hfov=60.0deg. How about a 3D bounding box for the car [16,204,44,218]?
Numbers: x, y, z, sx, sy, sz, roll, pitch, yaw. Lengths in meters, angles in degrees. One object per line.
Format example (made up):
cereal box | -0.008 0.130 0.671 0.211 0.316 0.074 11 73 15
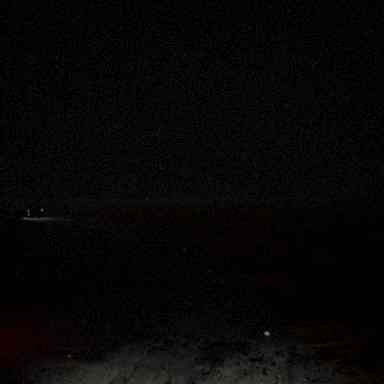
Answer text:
car | -19.843 2.235 40.710 2.097 1.767 4.553 2 -3 -44

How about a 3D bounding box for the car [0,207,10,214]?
car | -32.153 3.035 54.648 4.718 1.301 1.895 -2 -3 30

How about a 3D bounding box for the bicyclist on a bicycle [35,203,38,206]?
bicyclist on a bicycle | -23.353 2.572 49.480 1.843 1.776 0.659 -2 -3 40

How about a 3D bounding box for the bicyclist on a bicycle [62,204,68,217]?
bicyclist on a bicycle | -16.371 2.422 42.863 0.582 1.620 1.656 2 -3 -41
